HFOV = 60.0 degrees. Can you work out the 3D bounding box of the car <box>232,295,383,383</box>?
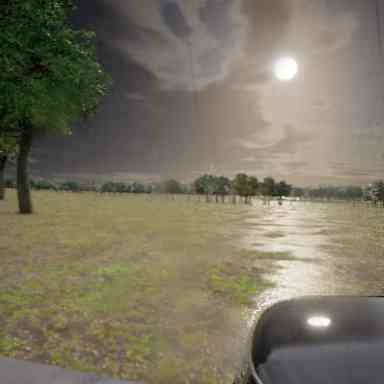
[{"bbox_3d":[2.977,1.294,1.860,5.566,2.045,2.150,1,-1,16],"label":"car"}]
